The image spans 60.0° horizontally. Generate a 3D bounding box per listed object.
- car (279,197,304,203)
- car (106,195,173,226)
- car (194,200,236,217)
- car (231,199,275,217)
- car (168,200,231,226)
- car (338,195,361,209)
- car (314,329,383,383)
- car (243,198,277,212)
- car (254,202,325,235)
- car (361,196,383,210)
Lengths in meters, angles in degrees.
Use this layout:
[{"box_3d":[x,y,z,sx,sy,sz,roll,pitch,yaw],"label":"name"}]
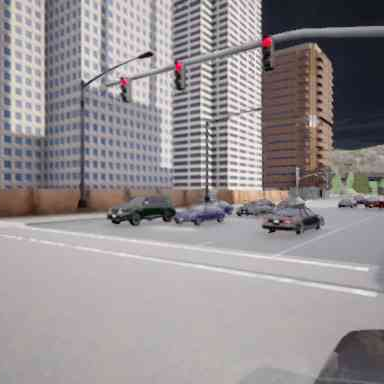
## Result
[{"box_3d":[11.596,1.350,38.770,2.097,1.767,4.553,0,0,36],"label":"car"},{"box_3d":[-3.495,1.222,23.977,2.150,2.045,5.566,0,0,36],"label":"car"},{"box_3d":[2.247,1.525,31.874,1.812,1.442,4.674,0,0,36],"label":"car"},{"box_3d":[5.782,1.563,30.793,1.994,1.385,4.181,0,0,36],"label":"car"},{"box_3d":[0.646,1.525,23.698,1.812,1.442,4.674,0,0,36],"label":"car"},{"box_3d":[21.842,1.561,46.597,1.994,1.385,4.181,0,0,36],"label":"car"},{"box_3d":[3.367,1.547,1.591,5.357,1.411,2.033,0,0,35],"label":"car"},{"box_3d":[8.357,1.546,40.278,2.033,1.411,5.357,0,0,36],"label":"car"},{"box_3d":[5.848,1.547,18.924,2.033,1.411,5.357,0,0,39],"label":"car"},{"box_3d":[23.847,1.475,43.400,1.882,1.535,5.008,0,0,36],"label":"car"}]
